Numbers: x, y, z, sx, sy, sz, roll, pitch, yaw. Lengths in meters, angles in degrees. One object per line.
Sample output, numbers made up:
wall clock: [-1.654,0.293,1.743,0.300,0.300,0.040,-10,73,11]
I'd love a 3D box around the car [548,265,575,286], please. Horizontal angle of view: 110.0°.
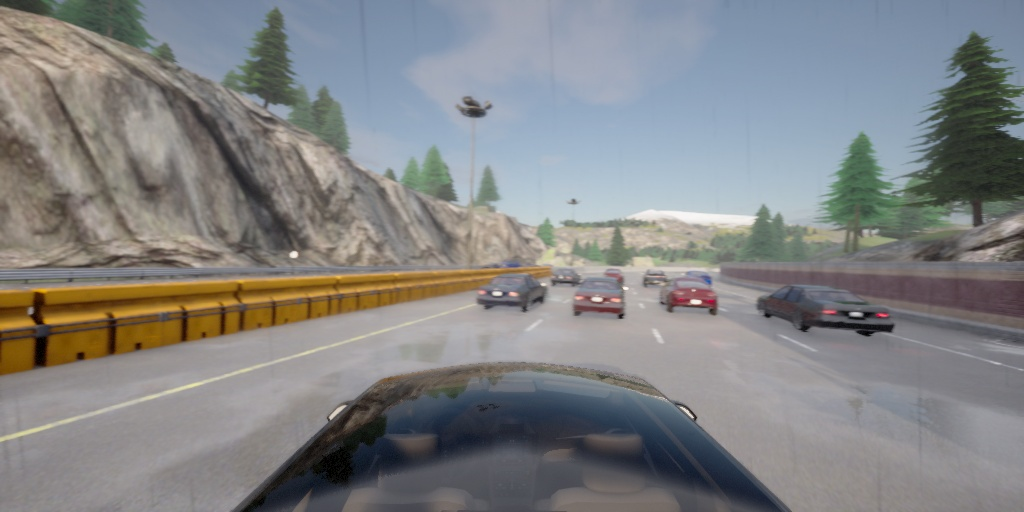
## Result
car: [4.520,1.733,29.705,2.033,1.411,5.357,1,-1,18]

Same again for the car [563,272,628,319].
car: [3.565,1.538,14.346,2.033,1.411,5.357,1,-1,17]

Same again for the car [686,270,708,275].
car: [16.251,2.022,31.697,1.882,1.535,5.008,1,-1,19]

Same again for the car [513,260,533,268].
car: [2.703,1.979,62.264,2.128,1.511,4.902,1,-1,28]

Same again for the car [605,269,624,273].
car: [9.371,1.889,33.198,1.812,1.442,4.674,1,-1,19]

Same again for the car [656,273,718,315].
car: [7.693,1.653,15.870,1.812,1.442,4.674,1,-1,17]

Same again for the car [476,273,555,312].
car: [0.204,1.452,15.315,2.033,1.411,5.357,1,-1,17]

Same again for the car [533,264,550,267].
car: [5.732,2.082,60.510,1.812,1.442,4.674,1,-1,28]

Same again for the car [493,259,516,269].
car: [-0.533,1.631,63.685,2.150,2.045,5.566,1,-1,28]

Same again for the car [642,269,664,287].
car: [12.390,1.921,31.231,2.128,1.511,4.902,1,-1,18]

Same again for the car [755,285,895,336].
car: [10.265,1.709,12.322,2.033,1.411,5.357,1,-1,17]
